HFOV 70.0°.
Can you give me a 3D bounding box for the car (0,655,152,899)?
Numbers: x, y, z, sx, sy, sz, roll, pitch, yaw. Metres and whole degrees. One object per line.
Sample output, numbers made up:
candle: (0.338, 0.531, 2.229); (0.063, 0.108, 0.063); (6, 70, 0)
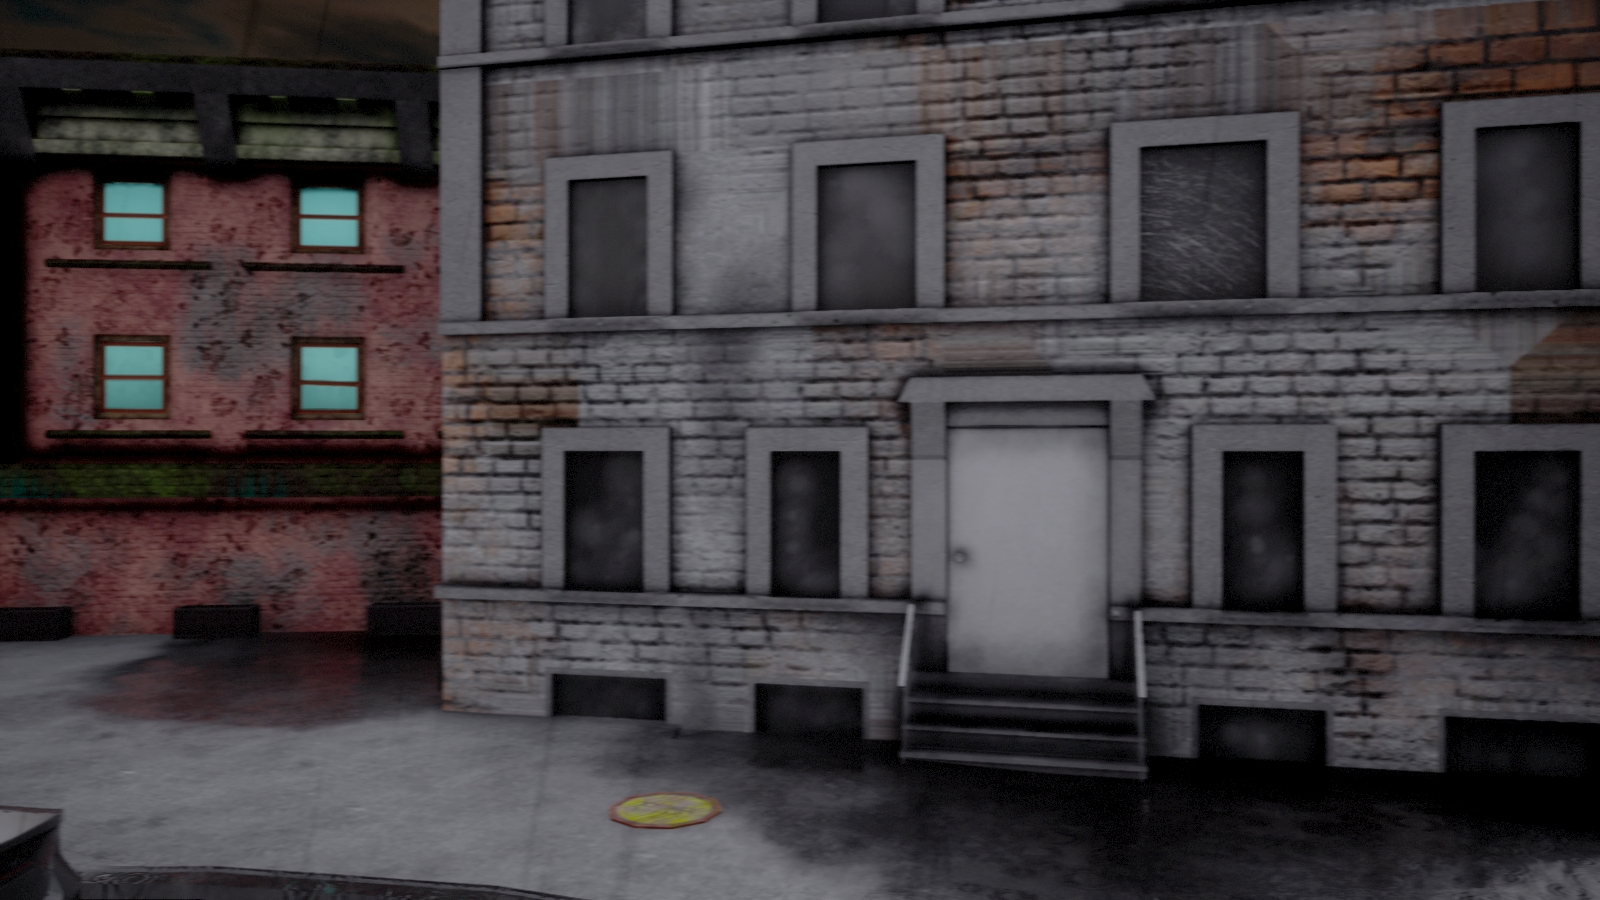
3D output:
car: (-5.826, 1.814, 4.829); (5.006, 1.535, 2.097); (0, 0, 2)
